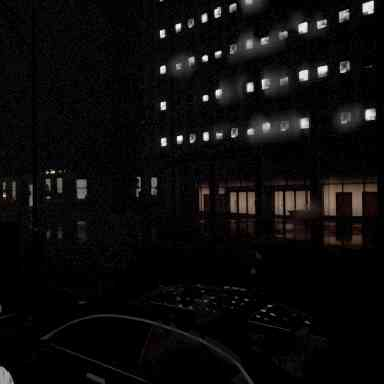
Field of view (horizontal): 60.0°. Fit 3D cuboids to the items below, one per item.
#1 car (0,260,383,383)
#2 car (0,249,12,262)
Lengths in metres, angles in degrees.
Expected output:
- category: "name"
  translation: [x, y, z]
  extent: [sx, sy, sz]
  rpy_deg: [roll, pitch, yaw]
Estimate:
- category: "car"
  translation: [-0.221, 1.551, 3.042]
  extent: [4.403, 1.369, 2.008]
  rpy_deg: [0, -1, 35]
- category: "car"
  translation: [-4.761, 1.553, 6.265]
  extent: [4.403, 1.369, 2.008]
  rpy_deg: [0, -1, 35]
